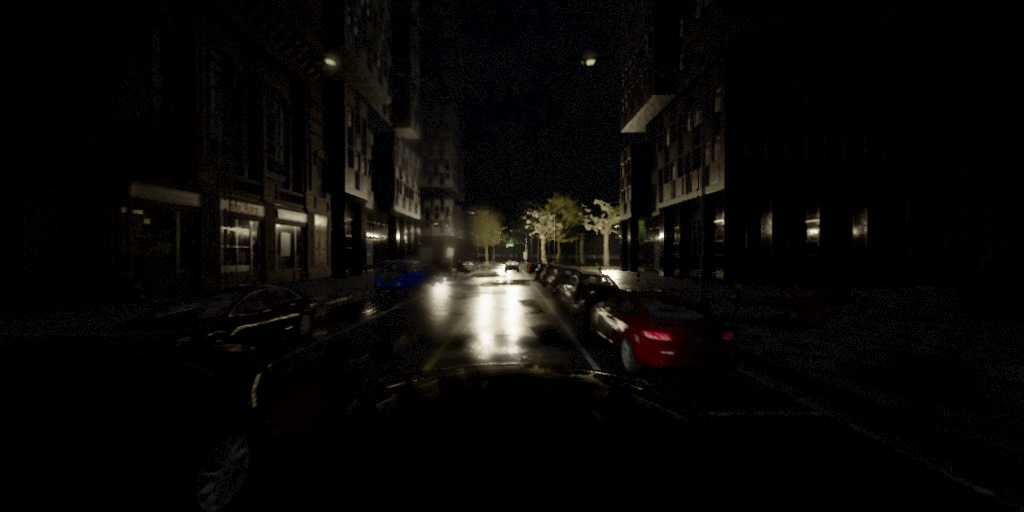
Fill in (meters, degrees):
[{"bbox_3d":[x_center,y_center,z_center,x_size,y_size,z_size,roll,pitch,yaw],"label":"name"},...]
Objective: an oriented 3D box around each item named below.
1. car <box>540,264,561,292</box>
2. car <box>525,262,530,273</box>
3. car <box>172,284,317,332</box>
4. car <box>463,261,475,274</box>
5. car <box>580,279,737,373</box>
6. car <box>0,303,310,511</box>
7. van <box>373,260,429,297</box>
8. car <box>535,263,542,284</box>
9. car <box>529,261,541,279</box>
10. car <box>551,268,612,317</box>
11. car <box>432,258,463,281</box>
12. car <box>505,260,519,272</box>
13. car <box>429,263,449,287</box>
[{"bbox_3d":[2.762,1.298,18.648,2.007,1.370,4.403,0,0,0],"label":"car"},{"bbox_3d":[2.762,1.326,41.322,1.888,1.381,4.507,0,0,0],"label":"car"},{"bbox_3d":[-5.763,1.299,7.340,2.007,1.370,4.403,0,0,0],"label":"car"},{"bbox_3d":[-5.764,1.347,41.353,1.948,1.339,4.313,0,0,0],"label":"car"},{"bbox_3d":[2.762,1.330,7.310,1.802,1.307,4.207,0,0,0],"label":"car"},{"bbox_3d":[-3.085,1.256,1.346,1.837,1.490,4.892,0,0,0],"label":"car"},{"bbox_3d":[-5.763,1.088,18.678,1.690,1.789,3.998,0,0,0],"label":"van"},{"bbox_3d":[2.762,1.332,24.316,1.802,1.307,4.207,0,0,0],"label":"car"},{"bbox_3d":[2.762,1.307,29.985,2.007,1.370,4.403,0,0,0],"label":"car"},{"bbox_3d":[2.762,1.298,12.979,2.007,1.370,4.403,0,0,0],"label":"car"},{"bbox_3d":[-5.763,1.071,30.014,2.192,1.841,5.009,0,0,0],"label":"car"},{"bbox_3d":[-0.001,1.398,46.984,1.895,1.301,4.718,0,0,0],"label":"car"},{"bbox_3d":[-5.763,1.332,24.346,1.802,1.307,4.207,0,0,0],"label":"car"}]
